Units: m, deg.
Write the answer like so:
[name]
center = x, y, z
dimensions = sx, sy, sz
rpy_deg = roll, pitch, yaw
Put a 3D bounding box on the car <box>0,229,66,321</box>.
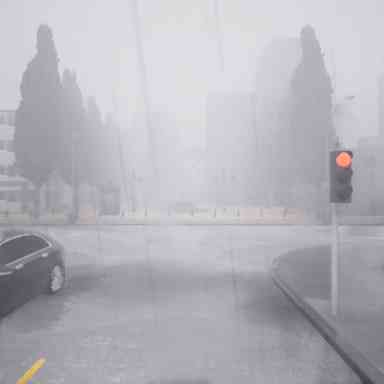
[car]
center = -3.898, 1.505, 5.915
dimensions = 1.837, 1.490, 4.892
rpy_deg = 1, 0, 2
